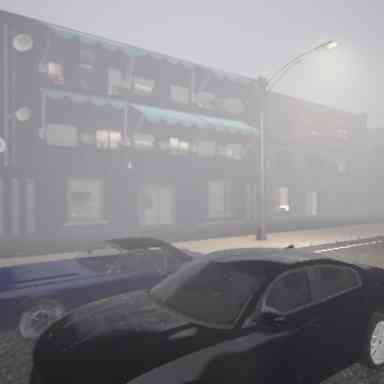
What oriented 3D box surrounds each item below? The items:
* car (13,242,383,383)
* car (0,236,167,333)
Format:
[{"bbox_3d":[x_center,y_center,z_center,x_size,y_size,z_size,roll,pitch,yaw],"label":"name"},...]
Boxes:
[{"bbox_3d":[0.722,1.500,4.201,5.008,1.535,1.882,1,0,-35],"label":"car"},{"bbox_3d":[-1.525,1.620,6.590,4.718,1.301,1.895,1,0,-35],"label":"car"}]
